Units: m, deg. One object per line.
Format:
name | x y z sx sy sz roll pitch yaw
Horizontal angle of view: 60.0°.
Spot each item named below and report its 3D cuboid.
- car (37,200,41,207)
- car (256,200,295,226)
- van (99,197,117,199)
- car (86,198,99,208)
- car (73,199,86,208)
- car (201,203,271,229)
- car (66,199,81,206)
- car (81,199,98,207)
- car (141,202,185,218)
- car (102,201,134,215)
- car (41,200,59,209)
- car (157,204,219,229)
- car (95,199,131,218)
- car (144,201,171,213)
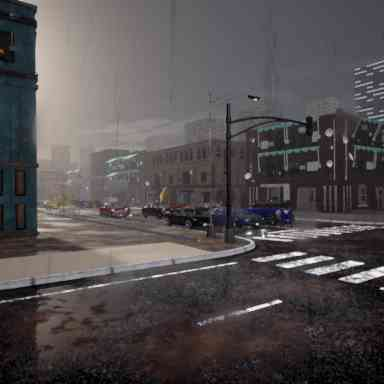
car | -30.758 2.374 66.764 2.008 1.369 4.403 -1 0 -35
car | 5.516 1.516 25.529 2.097 1.767 4.553 -1 0 -36
van | -14.318 1.903 58.076 1.690 1.788 3.998 -1 0 -35
car | -17.523 1.936 62.589 2.192 1.841 5.009 -1 0 -35
car | -20.460 2.189 62.274 1.812 1.442 4.674 -1 0 -35
car | 2.774 1.747 23.980 2.033 1.411 5.357 -1 0 -34
car | -27.130 2.361 76.130 1.947 1.339 4.313 -1 0 -35
car | -20.722 2.224 67.103 1.887 1.381 4.507 -1 0 -35
car | -3.206 1.810 32.443 2.128 1.511 4.902 -1 0 -35
car | -9.206 1.927 40.909 2.128 1.511 4.902 -1 0 -35
car | -24.251 2.231 57.598 1.752 1.417 4.829 -1 0 -35
car | -0.394 1.812 23.784 1.947 1.339 4.313 -2 0 -35
car | -8.331 1.844 35.169 1.967 1.590 4.097 -1 0 -35
car | -4.699 1.962 44.536 1.802 1.307 4.206 -2 0 -35
